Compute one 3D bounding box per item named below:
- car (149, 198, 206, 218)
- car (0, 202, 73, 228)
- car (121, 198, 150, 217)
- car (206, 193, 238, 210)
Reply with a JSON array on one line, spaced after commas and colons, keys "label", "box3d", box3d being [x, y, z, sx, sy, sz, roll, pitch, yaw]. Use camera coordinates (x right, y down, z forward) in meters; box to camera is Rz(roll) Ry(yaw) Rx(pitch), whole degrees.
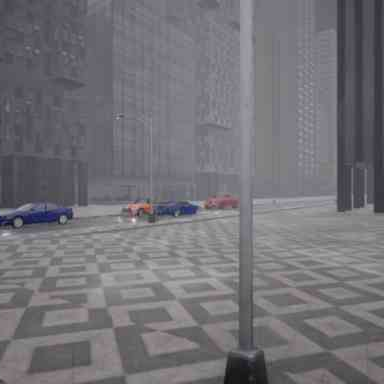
[{"label": "car", "box3d": [-1.164, 1.440, 29.534, 1.882, 1.535, 5.008, 0, 0, 36]}, {"label": "car", "box3d": [-10.443, 1.456, 22.230, 1.882, 1.535, 5.008, 0, 0, 36]}, {"label": "car", "box3d": [-4.369, 1.316, 30.540, 2.097, 1.767, 4.553, 0, 0, 36]}, {"label": "car", "box3d": [3.743, 1.157, 41.612, 2.150, 2.045, 5.566, 0, 1, 36]}]
